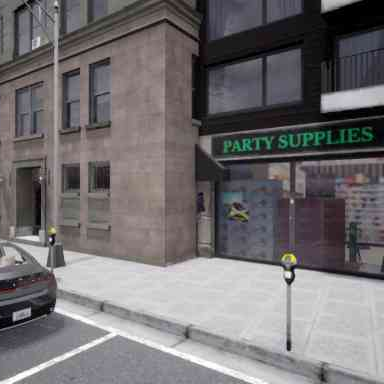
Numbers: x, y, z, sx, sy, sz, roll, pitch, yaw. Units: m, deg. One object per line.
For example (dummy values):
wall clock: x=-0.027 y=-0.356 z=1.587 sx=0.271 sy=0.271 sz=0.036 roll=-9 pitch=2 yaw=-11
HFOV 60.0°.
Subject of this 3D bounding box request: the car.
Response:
car: x=-4.252 y=1.550 z=6.119 sx=4.403 sy=1.369 sz=2.008 roll=0 pitch=0 yaw=36
